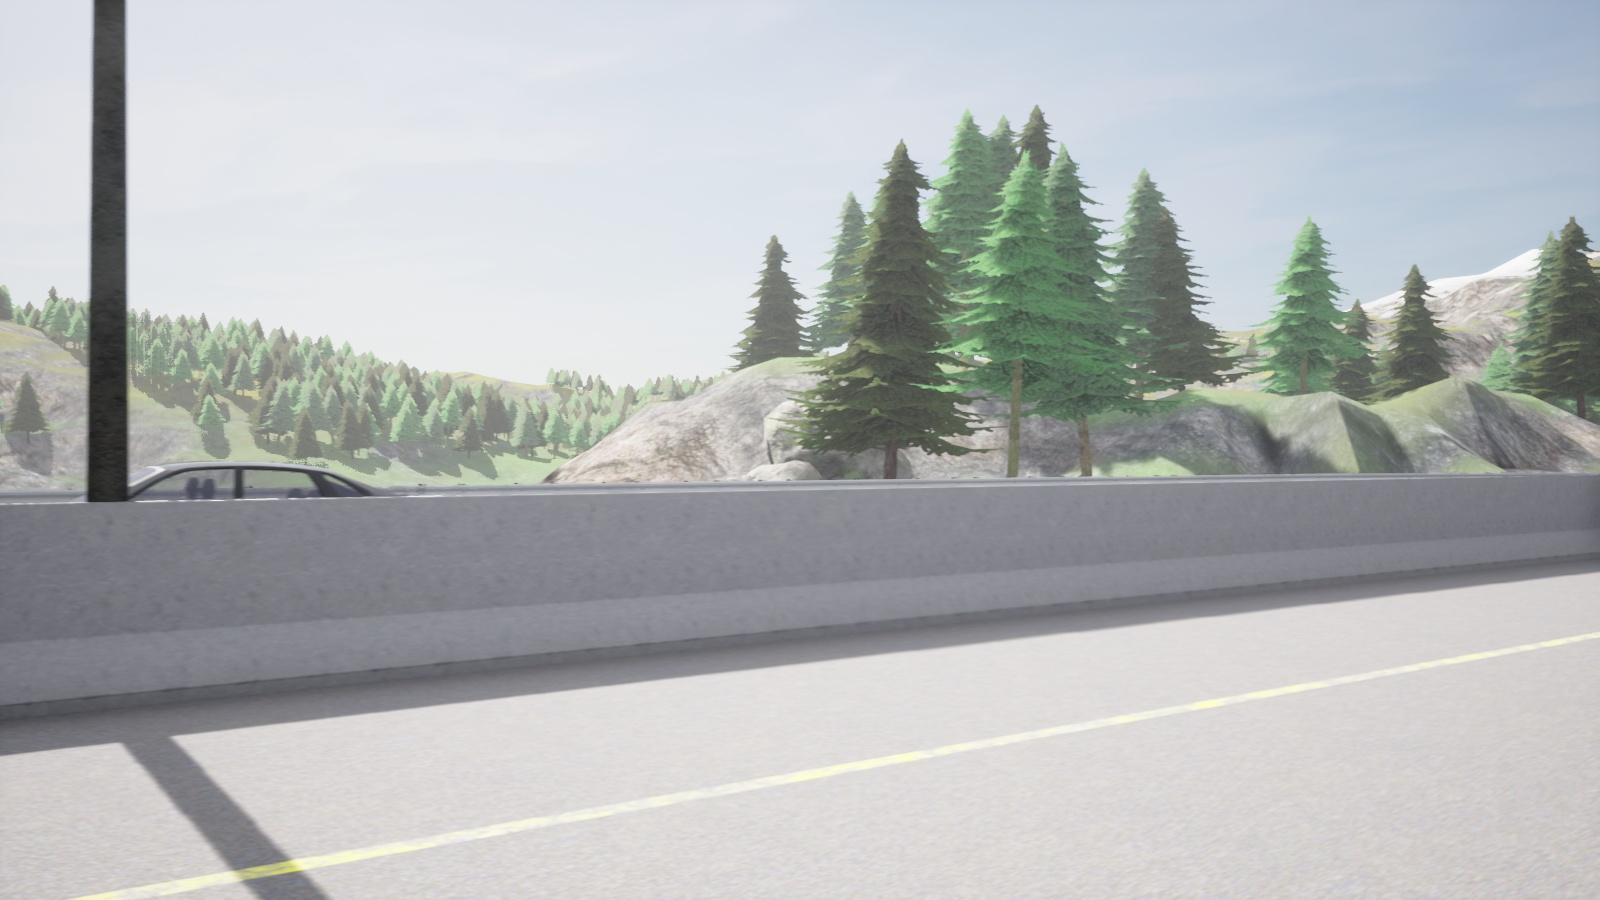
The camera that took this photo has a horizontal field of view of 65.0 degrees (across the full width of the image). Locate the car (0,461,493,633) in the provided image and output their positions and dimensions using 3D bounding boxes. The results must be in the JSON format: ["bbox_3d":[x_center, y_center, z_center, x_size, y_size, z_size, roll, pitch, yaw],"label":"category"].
[{"bbox_3d":[-5.957,0.835,12.300,5.357,1.411,2.033,0,0,-35],"label":"car"}]
